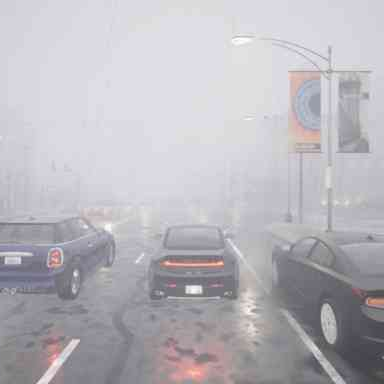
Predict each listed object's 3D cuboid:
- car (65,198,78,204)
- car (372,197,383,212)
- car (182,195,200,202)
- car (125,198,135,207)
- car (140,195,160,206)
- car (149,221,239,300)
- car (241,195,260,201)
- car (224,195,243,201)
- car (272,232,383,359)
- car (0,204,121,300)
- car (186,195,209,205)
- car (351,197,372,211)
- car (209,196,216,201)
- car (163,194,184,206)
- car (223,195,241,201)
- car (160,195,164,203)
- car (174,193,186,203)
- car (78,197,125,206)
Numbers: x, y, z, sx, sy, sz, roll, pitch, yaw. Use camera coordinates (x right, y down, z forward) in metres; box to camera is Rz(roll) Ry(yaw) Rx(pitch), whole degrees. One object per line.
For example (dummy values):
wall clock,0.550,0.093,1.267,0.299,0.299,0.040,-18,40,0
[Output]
car,-10.641,1.352,31.181,2.097,1.767,4.553,0,0,0
car,23.103,1.352,37.002,4.553,1.767,2.097,0,0,-1
car,-0.177,1.524,80.382,1.812,1.442,4.674,0,0,36
car,-10.338,1.563,52.275,1.994,1.385,4.181,0,0,4
car,-6.920,1.547,53.294,2.033,1.411,5.357,0,0,3
car,0.049,1.505,8.394,1.837,1.490,4.892,0,0,0
car,15.655,1.521,89.267,4.902,1.511,2.128,0,0,-32
car,9.784,1.552,80.752,4.181,1.385,1.994,0,0,-40
car,2.892,1.480,6.235,2.097,1.535,5.008,0,0,0
car,-3.450,1.352,8.577,2.097,1.767,4.553,0,0,0
car,0.991,1.547,59.650,2.033,1.411,5.357,0,0,14
car,21.836,1.352,40.491,4.553,1.767,2.097,0,0,-1
car,3.721,1.595,79.573,1.895,1.301,4.718,0,0,40
car,-3.042,1.563,55.853,1.994,1.385,4.181,0,0,6
car,10.875,1.524,90.343,4.902,1.511,2.128,0,0,-37
car,-6.852,1.351,69.201,2.097,1.767,4.553,0,0,23
car,-2.882,1.220,69.480,2.150,2.045,5.566,0,0,23
car,-7.138,1.352,26.781,2.097,1.767,4.553,0,0,0
